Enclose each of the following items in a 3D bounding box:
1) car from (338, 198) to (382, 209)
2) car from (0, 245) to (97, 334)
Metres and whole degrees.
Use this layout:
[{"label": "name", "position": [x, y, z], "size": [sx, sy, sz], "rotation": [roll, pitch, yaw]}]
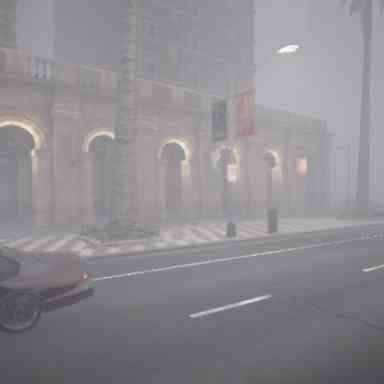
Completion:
[{"label": "car", "position": [22.861, 1.560, 45.420], "size": [2.033, 1.411, 5.357], "rotation": [0, 0, -35]}, {"label": "car", "position": [-4.318, 1.542, 5.198], "size": [5.357, 1.411, 2.033], "rotation": [0, 0, -36]}]
